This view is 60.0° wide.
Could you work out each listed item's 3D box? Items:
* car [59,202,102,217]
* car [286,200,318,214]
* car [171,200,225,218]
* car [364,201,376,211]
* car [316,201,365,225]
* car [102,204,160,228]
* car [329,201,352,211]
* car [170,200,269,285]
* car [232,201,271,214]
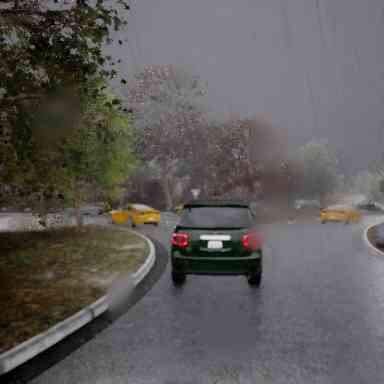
[{"bbox_3d":[-10.705,1.671,32.356,4.181,1.385,1.994,0,0,-1],"label":"car"},{"bbox_3d":[13.138,1.668,39.002,4.553,1.767,2.097,1,-1,-32],"label":"car"},{"bbox_3d":[0.594,1.606,32.329,5.008,1.535,1.882,0,0,-24],"label":"car"},{"bbox_3d":[25.625,2.072,49.035,2.033,1.411,5.357,0,-1,41],"label":"car"},{"bbox_3d":[11.660,1.691,25.843,1.882,1.535,5.008,0,-1,39],"label":"car"},{"bbox_3d":[-4.110,1.549,23.022,1.882,1.535,5.008,0,0,-38],"label":"car"},{"bbox_3d":[22.684,2.093,50.734,1.994,1.385,4.181,0,-1,41],"label":"car"},{"bbox_3d":[0.741,1.243,9.776,2.150,2.045,5.566,0,-1,5],"label":"car"},{"bbox_3d":[7.003,1.802,39.184,4.181,1.385,1.994,1,-1,-29],"label":"car"}]
